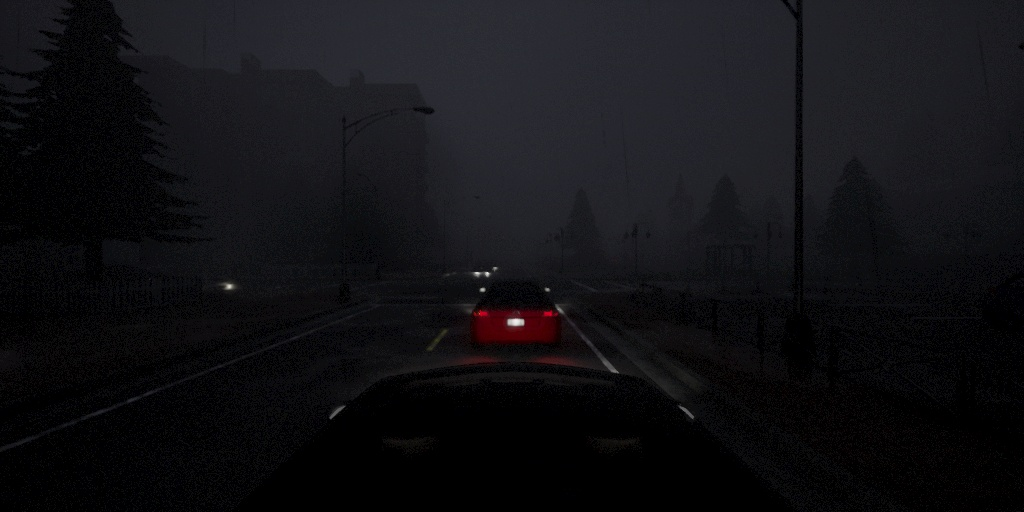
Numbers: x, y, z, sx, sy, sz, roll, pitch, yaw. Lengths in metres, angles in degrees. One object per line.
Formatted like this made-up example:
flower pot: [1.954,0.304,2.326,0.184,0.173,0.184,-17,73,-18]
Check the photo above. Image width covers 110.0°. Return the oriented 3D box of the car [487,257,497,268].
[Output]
car: [-3.543,0.969,58.803,2.097,1.767,4.553,0,0,0]

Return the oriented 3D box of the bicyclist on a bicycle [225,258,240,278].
bicyclist on a bicycle: [-22.963,1.001,29.490,0.582,1.620,1.656,0,0,-1]

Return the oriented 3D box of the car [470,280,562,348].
car: [0.078,1.297,9.218,1.994,1.385,4.181,0,0,0]

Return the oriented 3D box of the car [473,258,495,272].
car: [-3.573,1.216,44.148,1.994,1.385,4.181,0,0,0]

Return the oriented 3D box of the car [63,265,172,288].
car: [-24.120,1.265,22.001,5.357,1.411,2.033,0,0,0]
